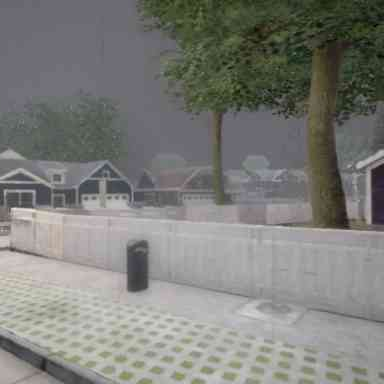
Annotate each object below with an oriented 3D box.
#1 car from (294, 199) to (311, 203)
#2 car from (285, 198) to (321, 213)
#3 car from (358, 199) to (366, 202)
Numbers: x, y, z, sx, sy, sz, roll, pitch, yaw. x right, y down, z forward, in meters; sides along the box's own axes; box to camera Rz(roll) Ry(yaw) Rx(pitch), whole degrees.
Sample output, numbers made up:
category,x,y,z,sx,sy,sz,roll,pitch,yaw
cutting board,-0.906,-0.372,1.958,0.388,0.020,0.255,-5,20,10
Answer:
category,x,y,z,sx,sy,sz,roll,pitch,yaw
car,14.813,1.803,39.786,4.902,1.511,2.128,0,-1,-35
car,14.389,1.691,42.971,4.553,1.767,2.097,0,0,-35
car,24.908,1.755,46.821,4.892,1.490,1.837,-1,0,-33
